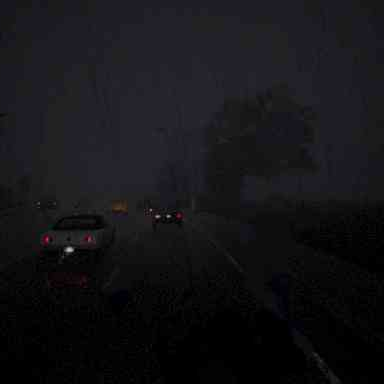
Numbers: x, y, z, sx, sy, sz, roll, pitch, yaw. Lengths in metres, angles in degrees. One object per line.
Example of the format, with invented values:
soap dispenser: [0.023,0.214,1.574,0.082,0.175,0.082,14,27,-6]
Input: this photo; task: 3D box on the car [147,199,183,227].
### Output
car: [-1.730,1.449,21.892,2.033,1.411,5.357,0,0,-8]

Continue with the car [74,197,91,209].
car: [-13.659,1.337,41.797,1.812,1.442,4.674,0,0,-17]

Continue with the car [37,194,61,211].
car: [-16.137,1.181,37.764,2.097,1.767,4.553,0,0,-16]

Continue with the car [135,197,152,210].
car: [-5.708,1.315,40.100,2.128,1.511,4.902,0,0,-16]

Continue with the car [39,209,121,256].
car: [-4.137,1.545,12.883,1.895,1.301,4.718,0,0,-5]

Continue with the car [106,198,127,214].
car: [-7.458,1.331,32.986,1.882,1.535,5.008,0,0,-13]
